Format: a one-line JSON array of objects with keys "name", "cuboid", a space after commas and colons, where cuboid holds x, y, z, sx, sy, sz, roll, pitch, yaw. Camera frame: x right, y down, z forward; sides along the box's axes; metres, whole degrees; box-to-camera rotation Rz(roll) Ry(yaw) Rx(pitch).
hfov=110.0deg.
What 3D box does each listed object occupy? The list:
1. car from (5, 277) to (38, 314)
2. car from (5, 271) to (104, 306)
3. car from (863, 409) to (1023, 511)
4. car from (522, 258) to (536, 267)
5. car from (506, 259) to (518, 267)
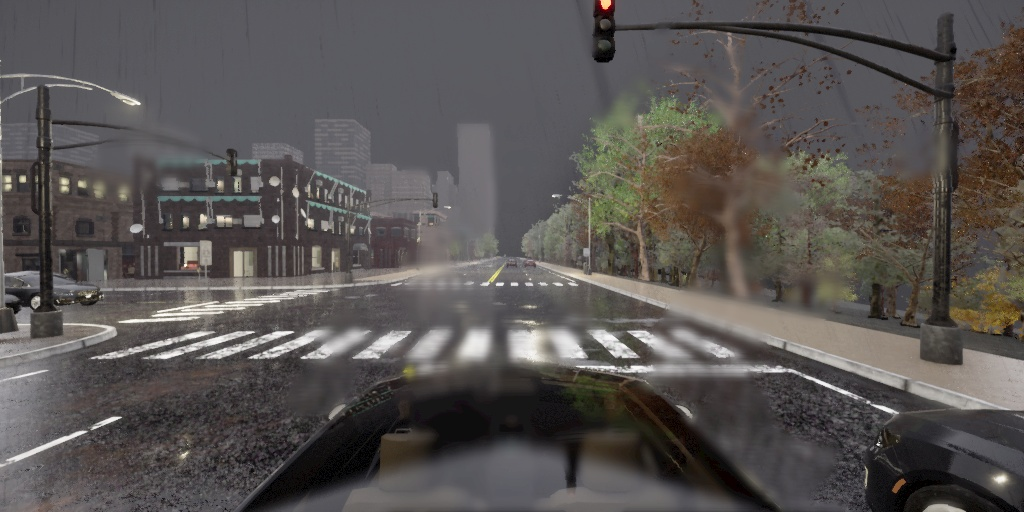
[{"name": "car", "cuboid": [-19.973, 1.565, 12.427, 4.313, 1.339, 1.948, 0, 0, 0]}, {"name": "car", "cuboid": [-20.315, 1.480, 15.131, 4.892, 1.490, 1.837, -1, 1, 0]}, {"name": "car", "cuboid": [3.353, 1.255, 0.435, 1.837, 1.490, 4.892, 0, 0, 0]}, {"name": "car", "cuboid": [3.204, 1.252, 63.367, 1.812, 1.442, 4.674, 0, 0, 0]}, {"name": "car", "cuboid": [-0.048, 1.231, 63.053, 1.837, 1.490, 4.892, 0, 0, 0]}]
